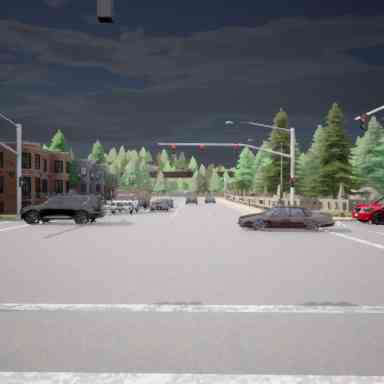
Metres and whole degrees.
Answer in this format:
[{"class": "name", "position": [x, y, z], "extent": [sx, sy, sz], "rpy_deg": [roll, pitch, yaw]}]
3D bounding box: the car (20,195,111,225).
[{"class": "car", "position": [-8.925, 1.221, 23.307], "extent": [5.566, 2.045, 2.150], "rpy_deg": [0, 0, 0]}]

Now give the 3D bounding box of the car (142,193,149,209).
[{"class": "car", "position": [-7.110, 1.221, 45.754], "extent": [2.150, 2.045, 5.566], "rpy_deg": [0, 0, 0]}]

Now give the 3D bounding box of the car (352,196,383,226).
[{"class": "car", "position": [14.093, 1.221, 22.897], "extent": [5.566, 2.045, 2.150], "rpy_deg": [0, 0, 0]}]

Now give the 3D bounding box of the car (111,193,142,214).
[{"class": "car", "position": [-7.103, 1.221, 35.636], "extent": [2.150, 2.045, 5.566], "rpy_deg": [0, 0, 0]}]

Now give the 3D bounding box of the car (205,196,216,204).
[{"class": "car", "position": [3.542, 1.562, 65.228], "extent": [1.994, 1.385, 4.181], "rpy_deg": [0, 0, 0]}]

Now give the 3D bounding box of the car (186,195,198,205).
[{"class": "car", "position": [-0.054, 1.351, 60.247], "extent": [2.097, 1.767, 4.553], "rpy_deg": [0, 0, 0]}]

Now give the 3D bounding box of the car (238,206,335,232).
[{"class": "car", "position": [5.417, 1.547, 19.454], "extent": [5.357, 1.411, 2.033], "rpy_deg": [0, 0, 1]}]

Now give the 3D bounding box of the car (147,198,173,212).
[{"class": "car", "position": [-3.595, 1.563, 38.332], "extent": [1.994, 1.385, 4.181], "rpy_deg": [0, 0, 0]}]
